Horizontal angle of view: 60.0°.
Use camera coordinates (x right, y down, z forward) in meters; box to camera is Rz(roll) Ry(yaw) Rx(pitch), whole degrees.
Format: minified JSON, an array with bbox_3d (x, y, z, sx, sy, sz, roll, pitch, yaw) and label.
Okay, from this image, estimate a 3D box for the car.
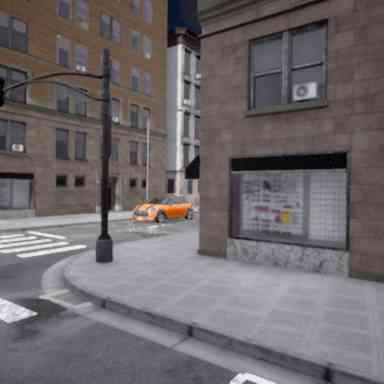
[{"bbox_3d":[-1.906,1.059,22.362,2.097,1.767,4.553,1,1,36],"label":"car"}]
